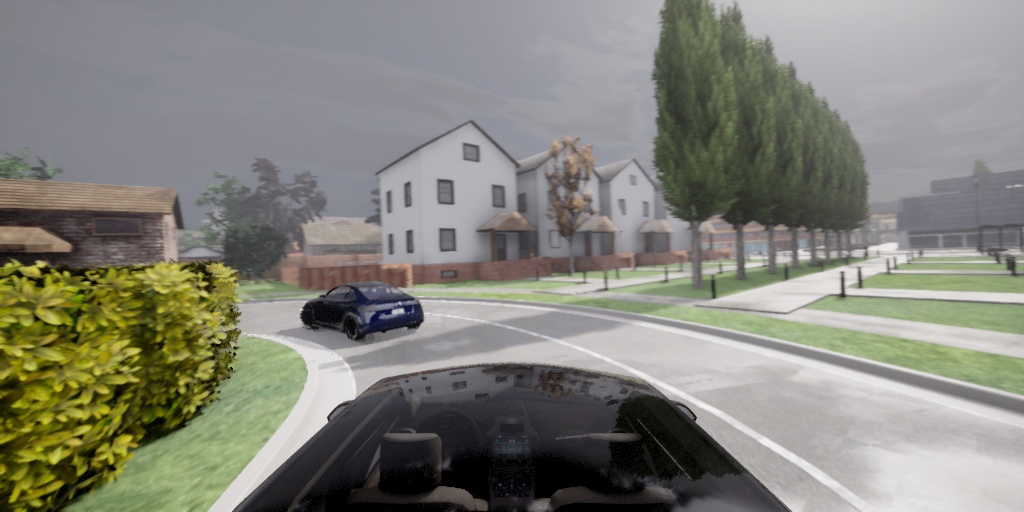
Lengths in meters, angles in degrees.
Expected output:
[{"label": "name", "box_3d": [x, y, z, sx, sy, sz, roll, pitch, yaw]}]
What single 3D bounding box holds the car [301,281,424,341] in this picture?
[{"label": "car", "box_3d": [-4.458, 1.448, 10.493, 4.181, 1.385, 1.994, -2, 0, 40]}]
